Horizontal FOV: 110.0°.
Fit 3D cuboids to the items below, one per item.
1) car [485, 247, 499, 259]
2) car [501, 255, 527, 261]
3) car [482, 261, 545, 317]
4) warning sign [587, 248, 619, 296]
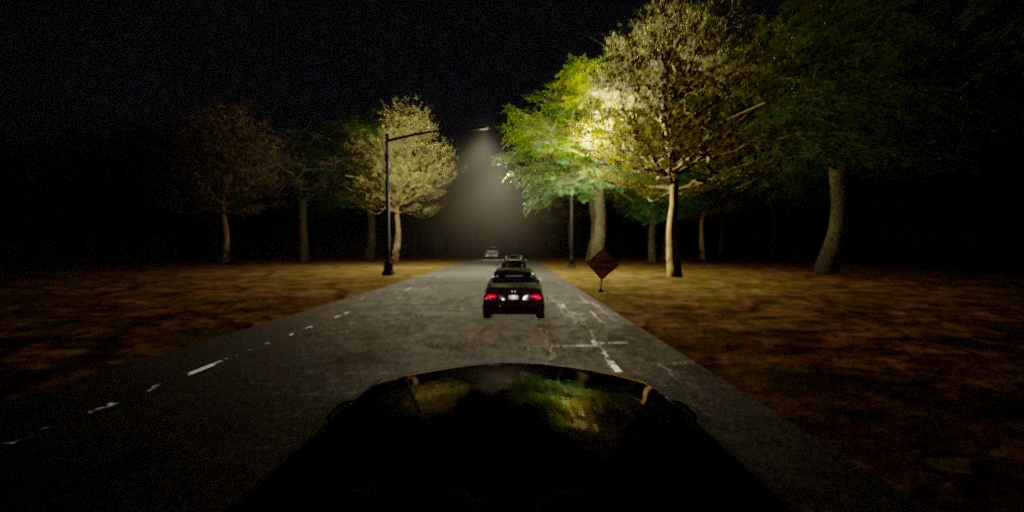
[{"bbox_3d":[-3.288,-0.557,60.511,2.150,2.045,5.566,0,2,1],"label":"car"},{"bbox_3d":[0.166,0.632,29.165,1.837,1.490,4.892,0,2,1],"label":"car"},{"bbox_3d":[0.072,1.079,11.968,2.033,1.411,5.357,0,1,1],"label":"car"},{"bbox_3d":[3.605,0.591,14.630,1.300,1.860,1.060,0,0,0],"label":"warning sign"}]
